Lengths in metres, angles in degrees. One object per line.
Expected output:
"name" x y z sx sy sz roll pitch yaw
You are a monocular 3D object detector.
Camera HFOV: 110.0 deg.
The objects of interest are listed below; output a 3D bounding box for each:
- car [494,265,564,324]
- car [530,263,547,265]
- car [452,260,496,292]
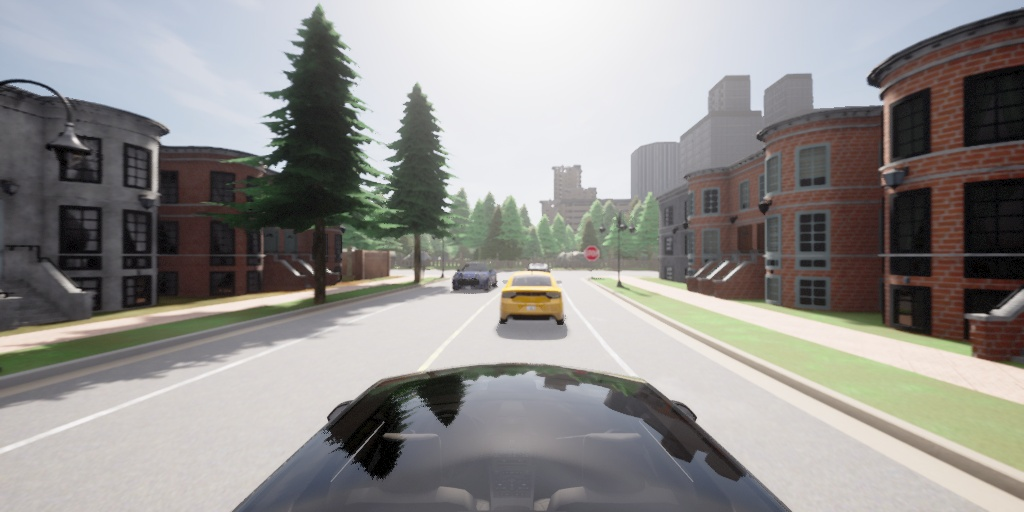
"car" 0.690 1.260 12.203 1.882 1.535 5.008 0 0 4
"car" 2.134 1.325 28.911 2.128 1.511 4.902 0 0 6
"car" -2.195 1.158 21.970 2.097 1.767 4.553 0 0 6
